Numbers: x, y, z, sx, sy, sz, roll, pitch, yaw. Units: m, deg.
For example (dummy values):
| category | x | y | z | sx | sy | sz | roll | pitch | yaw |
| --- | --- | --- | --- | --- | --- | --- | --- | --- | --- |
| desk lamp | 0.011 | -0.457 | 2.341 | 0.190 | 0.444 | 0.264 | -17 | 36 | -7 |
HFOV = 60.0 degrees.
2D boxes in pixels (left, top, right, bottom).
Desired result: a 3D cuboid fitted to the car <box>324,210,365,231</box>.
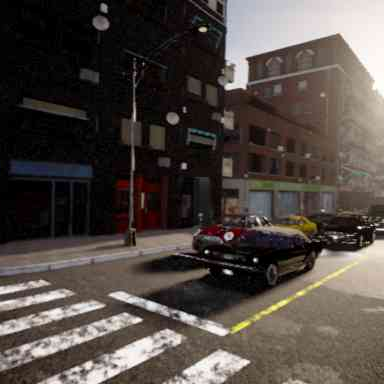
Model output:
| category | x | y | z | sx | sy | sz | roll | pitch | yaw |
| --- | --- | --- | --- | --- | --- | --- | --- | --- | --- |
| car | 12.133 | 2.187 | 26.329 | 1.752 | 1.417 | 4.829 | 0 | -1 | 39 |

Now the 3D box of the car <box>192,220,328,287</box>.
| category | x | y | z | sx | sy | sz | roll | pitch | yaw |
| --- | --- | --- | --- | --- | --- | --- | --- | --- | --- |
| car | 2.292 | 1.767 | 10.079 | 1.895 | 1.301 | 4.718 | 2 | -1 | 39 |

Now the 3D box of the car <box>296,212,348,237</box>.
| category | x | y | z | sx | sy | sz | roll | pitch | yaw |
| --- | --- | --- | --- | --- | --- | --- | --- | --- | --- |
| car | 8.759 | 2.069 | 22.174 | 1.947 | 1.339 | 4.313 | 0 | -1 | 39 |

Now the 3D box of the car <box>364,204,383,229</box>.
| category | x | y | z | sx | sy | sz | roll | pitch | yaw |
| --- | --- | --- | --- | --- | --- | --- | --- | --- | --- |
| car | 14.469 | 1.959 | 25.061 | 2.150 | 2.045 | 5.566 | 2 | -1 | 39 |

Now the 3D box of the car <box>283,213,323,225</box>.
| category | x | y | z | sx | sy | sz | roll | pitch | yaw |
| --- | --- | --- | --- | --- | --- | --- | --- | --- | --- |
| car | 5.172 | 1.860 | 17.755 | 1.752 | 1.417 | 4.829 | 0 | -1 | 39 |

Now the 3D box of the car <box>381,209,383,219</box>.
| category | x | y | z | sx | sy | sz | roll | pitch | yaw |
| --- | --- | --- | --- | --- | --- | --- | --- | --- | --- |
| car | 26.159 | 2.903 | 43.608 | 1.802 | 1.307 | 4.206 | 0 | -1 | 39 |

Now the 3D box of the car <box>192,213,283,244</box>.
| category | x | y | z | sx | sy | sz | roll | pitch | yaw |
| --- | --- | --- | --- | --- | --- | --- | --- | --- | --- |
| car | 1.802 | 1.616 | 13.602 | 1.967 | 1.590 | 4.097 | 0 | -1 | 39 |

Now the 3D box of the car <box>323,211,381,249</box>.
| category | x | y | z | sx | sy | sz | roll | pitch | yaw |
| --- | --- | --- | --- | --- | --- | --- | --- | --- | --- |
| car | 8.203 | 1.948 | 17.353 | 1.837 | 1.490 | 4.892 | 2 | -1 | 39 |
